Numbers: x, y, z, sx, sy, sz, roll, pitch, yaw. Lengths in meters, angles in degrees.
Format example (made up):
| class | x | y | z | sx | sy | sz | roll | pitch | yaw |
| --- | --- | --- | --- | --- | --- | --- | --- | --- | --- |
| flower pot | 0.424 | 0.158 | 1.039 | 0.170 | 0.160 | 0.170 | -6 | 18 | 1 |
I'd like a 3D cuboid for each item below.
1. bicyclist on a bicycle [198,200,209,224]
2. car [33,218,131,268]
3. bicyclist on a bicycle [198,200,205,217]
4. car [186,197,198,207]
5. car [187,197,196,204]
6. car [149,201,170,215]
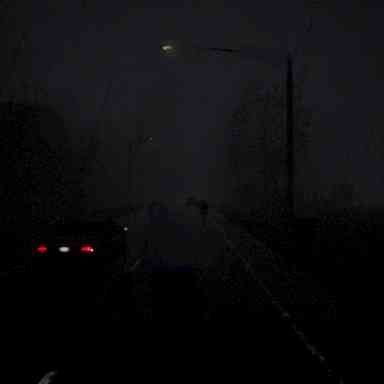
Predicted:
| class | x | y | z | sx | sy | sz | roll | pitch | yaw |
| --- | --- | --- | --- | --- | --- | --- | --- | --- | --- |
| bicyclist on a bicycle | 0.931 | 1.476 | 24.128 | 0.659 | 1.776 | 1.843 | 0 | 0 | 0 |
| car | -3.418 | 1.597 | 11.394 | 2.033 | 1.411 | 5.357 | 0 | 0 | 0 |
| bicyclist on a bicycle | 0.917 | 1.596 | 32.926 | 0.582 | 1.620 | 1.656 | 0 | -1 | 0 |
| car | 0.011 | 1.603 | 57.413 | 2.097 | 1.767 | 4.553 | 0 | 0 | 0 |
| car | -0.108 | 1.825 | 73.756 | 1.837 | 1.490 | 4.892 | 0 | 0 | 0 |
| car | -3.455 | 1.647 | 35.464 | 2.128 | 1.511 | 4.902 | 0 | 0 | 0 |
